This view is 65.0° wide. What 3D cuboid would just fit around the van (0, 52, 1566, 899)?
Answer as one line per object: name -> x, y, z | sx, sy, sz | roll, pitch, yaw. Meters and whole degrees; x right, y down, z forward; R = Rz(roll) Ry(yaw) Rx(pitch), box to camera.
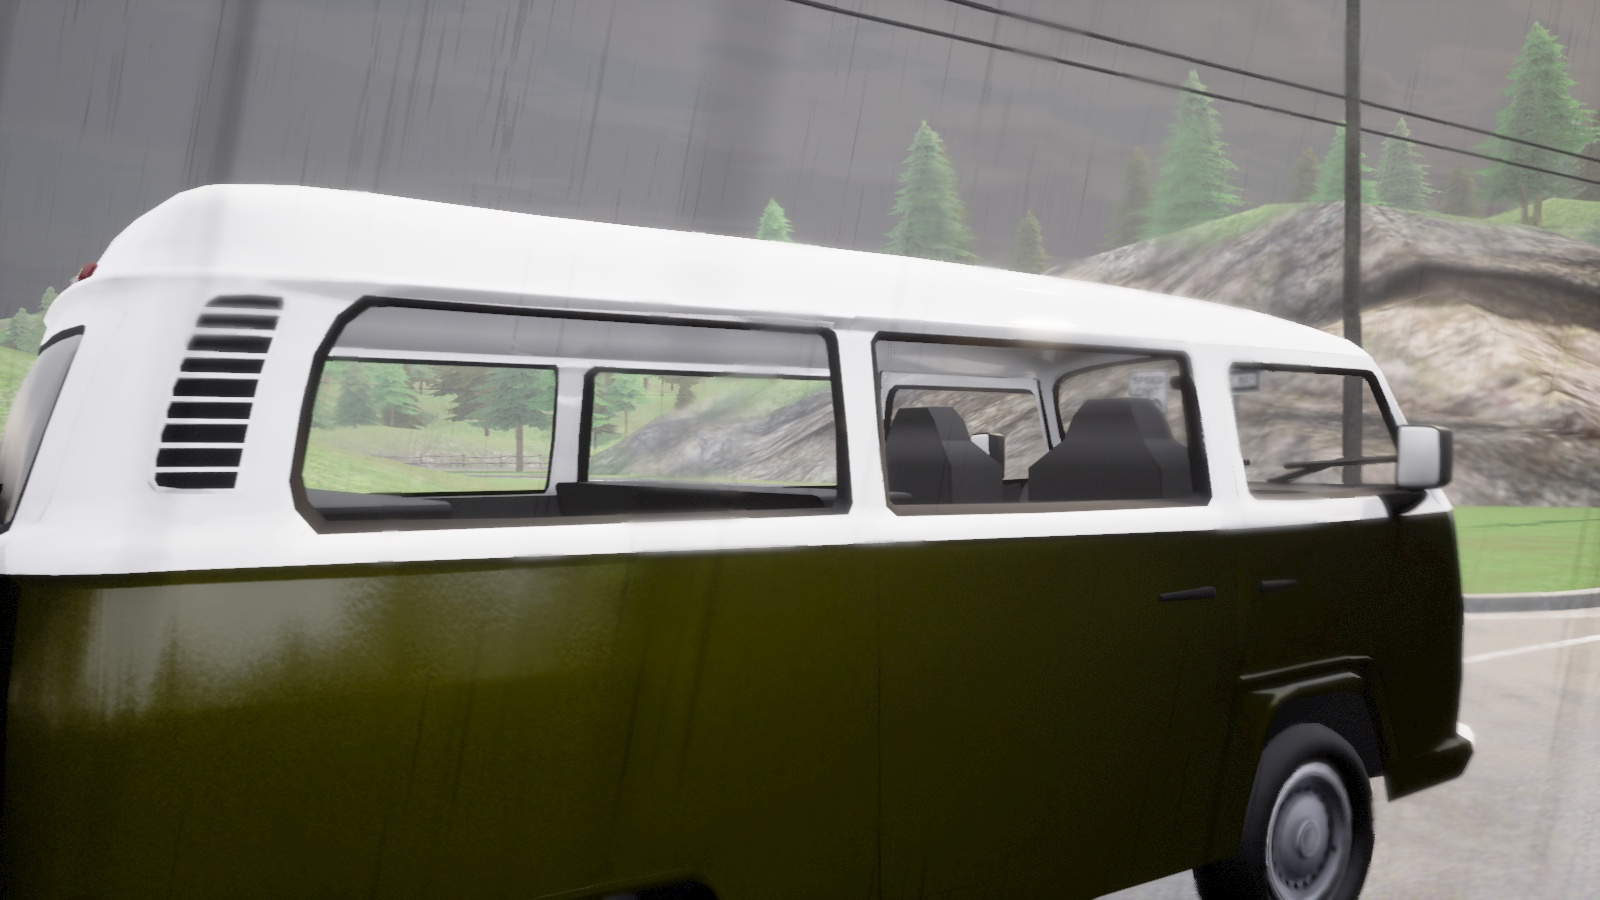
van -> 0.101, 0.484, 3.730 | 4.480, 2.038, 2.069 | 0, 0, -35
